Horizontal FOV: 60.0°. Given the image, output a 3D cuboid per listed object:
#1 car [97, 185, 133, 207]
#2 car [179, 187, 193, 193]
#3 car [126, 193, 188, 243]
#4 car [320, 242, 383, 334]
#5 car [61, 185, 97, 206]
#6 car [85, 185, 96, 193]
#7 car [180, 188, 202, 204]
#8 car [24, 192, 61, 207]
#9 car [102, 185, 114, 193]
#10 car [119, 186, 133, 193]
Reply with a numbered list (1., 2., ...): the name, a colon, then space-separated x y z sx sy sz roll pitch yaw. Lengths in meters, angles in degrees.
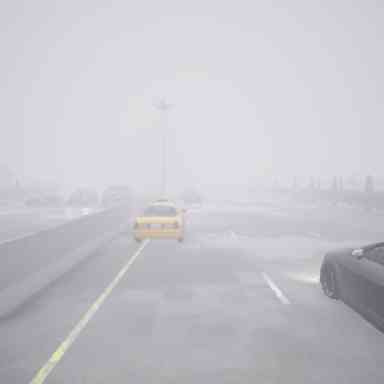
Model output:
1. car: -7.086 0.306 32.064 2.150 2.045 5.566 0 1 0
2. car: -0.613 0.011 46.891 2.097 1.767 4.553 0 2 -7
3. car: -1.205 1.060 13.734 1.801 1.575 5.366 0 2 0
4. car: 3.607 1.413 5.149 1.994 1.385 4.181 0 2 0
5. car: -10.613 0.423 32.456 2.097 1.767 4.553 0 2 -1
6. car: -21.801 -0.688 71.595 1.812 1.442 4.674 -1 2 -22
7. car: 0.034 0.552 35.374 1.994 1.385 4.181 0 2 -1
8. car: -14.076 0.692 31.747 1.895 1.301 4.718 0 2 0
9. car: -18.326 -0.712 72.398 2.097 1.767 4.553 -1 2 -22
10. car: -14.344 -0.624 71.998 2.128 1.511 4.902 -1 2 -22
